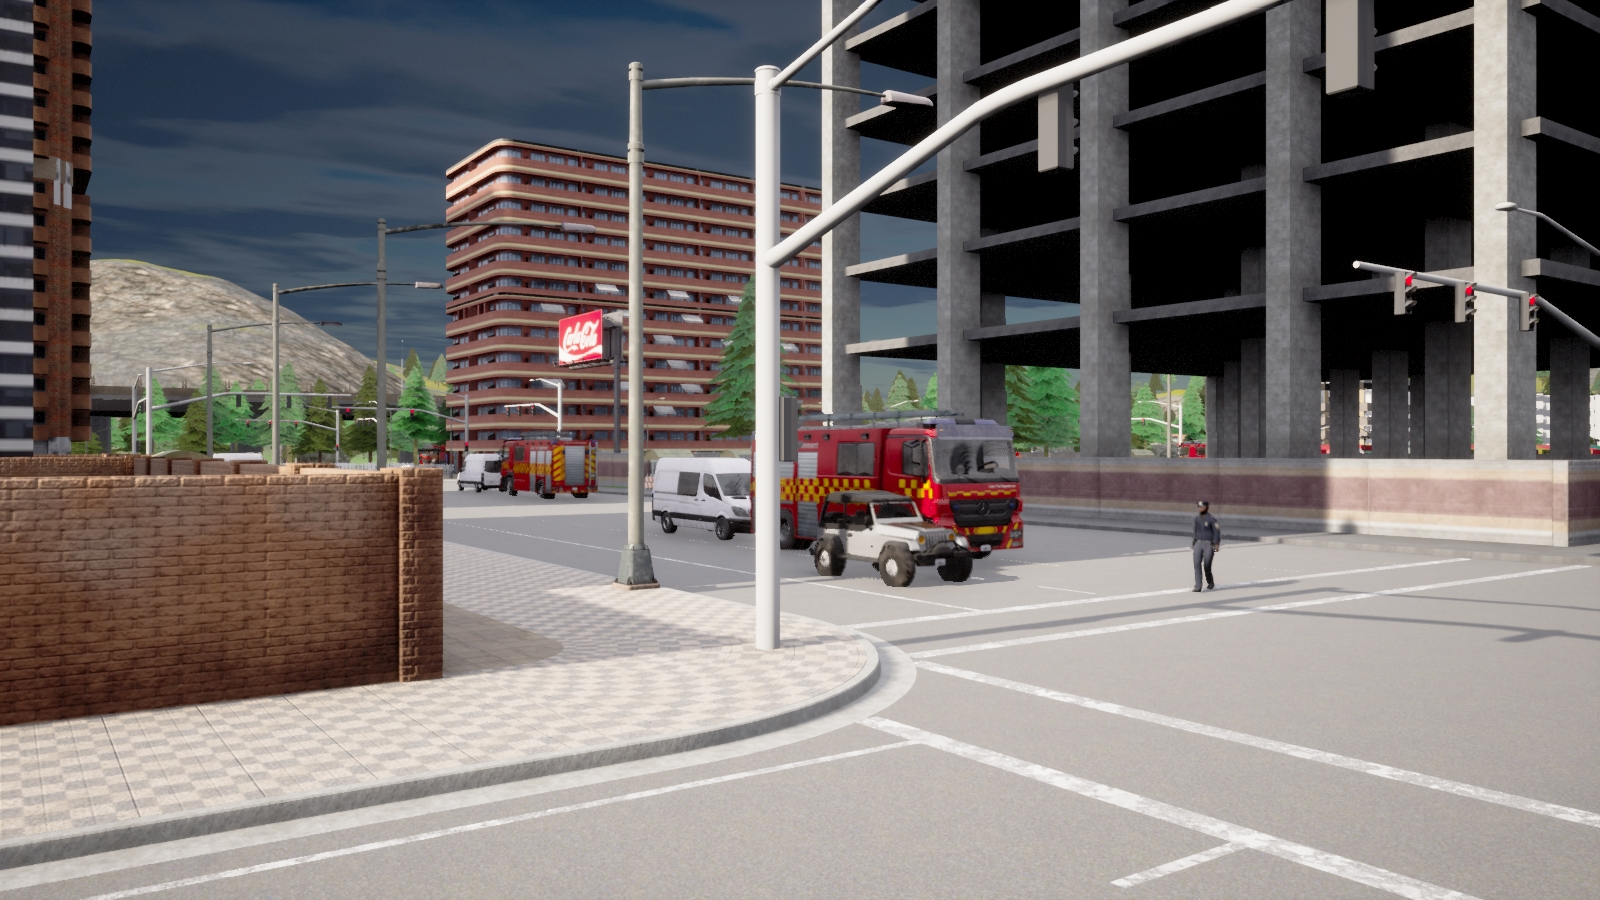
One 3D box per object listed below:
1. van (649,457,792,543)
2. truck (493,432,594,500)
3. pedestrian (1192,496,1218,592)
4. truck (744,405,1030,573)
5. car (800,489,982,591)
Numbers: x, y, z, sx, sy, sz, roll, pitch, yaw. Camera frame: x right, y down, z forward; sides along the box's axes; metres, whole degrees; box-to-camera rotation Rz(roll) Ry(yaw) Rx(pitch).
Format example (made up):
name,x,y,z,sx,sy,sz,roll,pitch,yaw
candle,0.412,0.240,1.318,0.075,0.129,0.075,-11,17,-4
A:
name,x,y,z,sx,sy,sz,roll,pitch,yaw
van,-2.732,1.533,37.608,1.988,2.561,5.915,0,0,-34
truck,-15.365,0.889,67.943,2.891,3.827,8.468,0,0,-34
pedestrian,7.991,1.847,22.545,0.375,1.860,0.375,0,0,41
truck,1.975,0.890,30.333,2.891,3.827,8.468,0,0,-34
car,1.886,1.858,24.757,1.905,1.878,3.866,0,0,-35
